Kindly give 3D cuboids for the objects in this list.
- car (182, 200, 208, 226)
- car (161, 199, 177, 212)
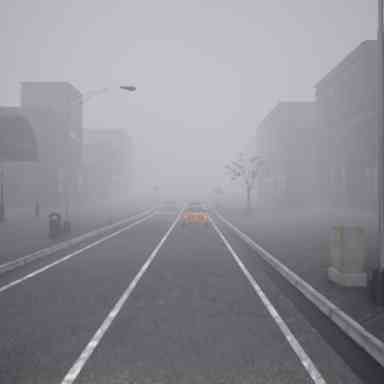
[{"bbox_3d":[0.242,1.645,24.754,1.801,1.575,5.366,0,0,0],"label":"car"},{"bbox_3d":[-2.842,1.650,42.637,2.033,1.411,5.357,0,2,0],"label":"car"}]
